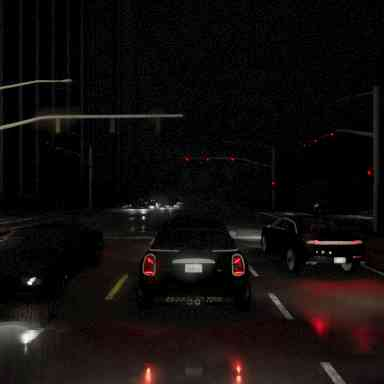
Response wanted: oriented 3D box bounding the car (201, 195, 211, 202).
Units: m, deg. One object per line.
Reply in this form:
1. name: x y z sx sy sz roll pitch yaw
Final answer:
1. car: 3.349 1.530 77.842 1.837 1.490 4.892 0 0 0

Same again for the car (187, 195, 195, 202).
1. car: -0.150 1.507 77.857 1.882 1.535 5.008 0 0 0

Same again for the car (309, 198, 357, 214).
1. car: 14.604 1.421 34.695 4.553 1.767 2.097 0 0 2

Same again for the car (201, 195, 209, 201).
1. car: 3.330 1.511 87.941 1.882 1.535 5.008 0 0 0

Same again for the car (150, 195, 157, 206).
1. car: -7.194 1.373 55.350 2.097 1.767 4.553 0 0 0

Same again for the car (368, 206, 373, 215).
1. car: 19.116 1.572 31.143 4.892 1.490 1.837 0 0 0

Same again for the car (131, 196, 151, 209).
1. car: -7.183 1.543 46.169 1.812 1.442 4.674 0 0 0

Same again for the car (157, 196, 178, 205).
1. car: -3.687 1.567 50.631 2.033 1.411 5.357 0 0 0

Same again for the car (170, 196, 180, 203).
1. car: -3.637 1.527 70.481 1.837 1.490 4.892 0 0 0

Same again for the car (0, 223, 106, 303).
1. car: -3.683 1.551 8.640 2.033 1.411 5.357 0 0 -1

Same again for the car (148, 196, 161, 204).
1. car: -7.175 1.550 64.145 1.812 1.442 4.674 0 0 0

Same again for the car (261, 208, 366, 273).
1. car: 3.598 1.496 10.754 2.128 1.511 4.902 0 0 -3

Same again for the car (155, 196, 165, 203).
1. car: -7.144 1.622 74.188 1.895 1.301 4.718 0 0 0

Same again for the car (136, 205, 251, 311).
1. car: 0.042 1.355 7.944 2.097 1.767 4.553 0 0 0
